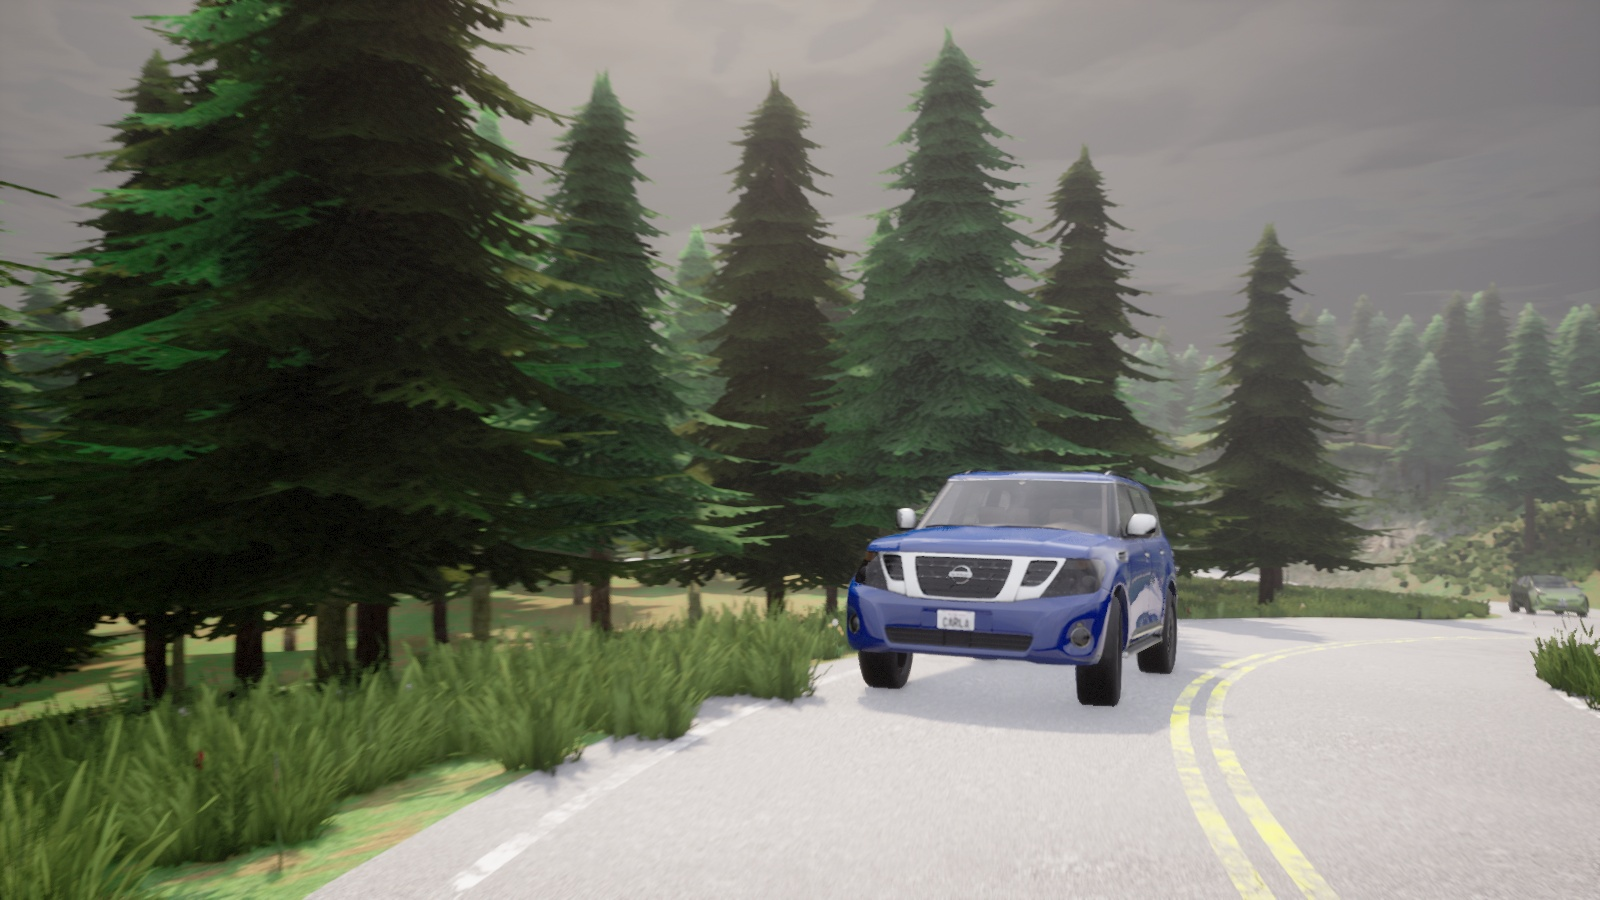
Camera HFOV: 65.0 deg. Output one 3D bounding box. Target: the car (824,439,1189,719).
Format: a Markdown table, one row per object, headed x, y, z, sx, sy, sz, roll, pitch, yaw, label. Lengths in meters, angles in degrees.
| x | y | z | sx | sy | sz | roll | pitch | yaw | label |
| --- | --- | --- | --- | --- | --- | --- | --- | --- | --- |
| 2.317 | 1.170 | 12.183 | 2.150 | 2.045 | 5.566 | 0 | -5 | 24 | car |

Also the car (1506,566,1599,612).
| x | y | z | sx | sy | sz | roll | pitch | yaw | label |
| --- | --- | --- | --- | --- | --- | --- | --- | --- | --- |
| 27.901 | 5.132 | 46.700 | 2.007 | 1.525 | 4.514 | 0 | -5 | 18 | car |
